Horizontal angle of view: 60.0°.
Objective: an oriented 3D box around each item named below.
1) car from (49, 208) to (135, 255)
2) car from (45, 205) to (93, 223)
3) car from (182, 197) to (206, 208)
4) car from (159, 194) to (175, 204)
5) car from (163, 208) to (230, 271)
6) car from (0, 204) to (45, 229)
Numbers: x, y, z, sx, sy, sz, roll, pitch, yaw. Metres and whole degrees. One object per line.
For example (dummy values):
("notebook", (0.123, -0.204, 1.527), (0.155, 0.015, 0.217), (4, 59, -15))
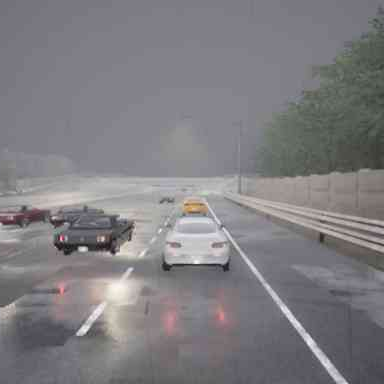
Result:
("car", (-3.482, 1.515, 12.882), (1.895, 1.301, 4.718), (0, 1, 0))
("car", (-6.855, 1.411, 20.343), (1.895, 1.301, 4.718), (0, 1, 0))
("car", (0.188, 1.130, 28.641), (1.882, 1.535, 5.008), (0, 1, 0))
("car", (-3.287, 0.887, 45.351), (1.895, 1.301, 4.718), (0, 1, 1))
("car", (0.128, 1.462, 10.589), (1.812, 1.442, 4.674), (0, 1, 0))
("car", (-10.356, 1.413, 20.204), (1.895, 1.301, 4.718), (0, 1, 0))
